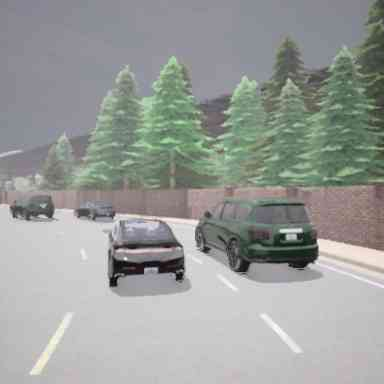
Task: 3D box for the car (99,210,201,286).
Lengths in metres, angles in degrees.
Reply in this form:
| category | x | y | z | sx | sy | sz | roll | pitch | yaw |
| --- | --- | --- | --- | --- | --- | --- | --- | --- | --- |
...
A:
| category | x | y | z | sx | sy | sz | roll | pitch | yaw |
| --- | --- | --- | --- | --- | --- | --- | --- | --- | --- |
| car | -1.491 | 1.506 | 9.603 | 2.128 | 1.511 | 4.902 | 0 | 0 | -14 |

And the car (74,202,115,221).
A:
| category | x | y | z | sx | sy | sz | roll | pitch | yaw |
| --- | --- | --- | --- | --- | --- | --- | --- | --- | --- |
| car | -8.075 | 1.540 | 27.460 | 2.128 | 1.511 | 4.902 | 0 | 0 | -41 |

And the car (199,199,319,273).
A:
| category | x | y | z | sx | sy | sz | roll | pitch | yaw |
| --- | --- | --- | --- | --- | --- | --- | --- | --- | --- |
| car | 1.796 | 1.234 | 11.010 | 2.150 | 2.045 | 5.566 | 0 | 0 | -16 |

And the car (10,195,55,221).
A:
| category | x | y | z | sx | sy | sz | roll | pitch | yaw |
| --- | --- | --- | --- | --- | --- | --- | --- | --- | --- |
| car | -13.710 | 1.280 | 28.514 | 2.150 | 2.045 | 5.566 | 0 | 0 | -44 |
